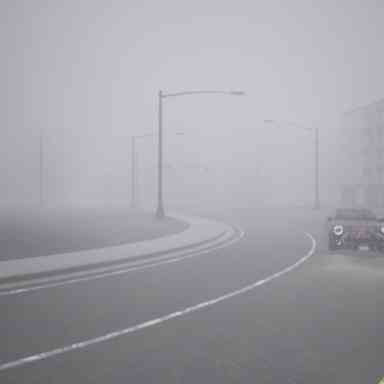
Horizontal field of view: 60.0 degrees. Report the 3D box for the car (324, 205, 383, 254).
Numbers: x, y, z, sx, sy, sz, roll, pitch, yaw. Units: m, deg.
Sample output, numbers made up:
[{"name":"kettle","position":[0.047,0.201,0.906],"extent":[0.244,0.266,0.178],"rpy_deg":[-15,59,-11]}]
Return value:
[{"name":"car","position":[6.749,1.407,13.878],"extent":[2.097,1.767,4.553],"rpy_deg":[0,0,18]}]
